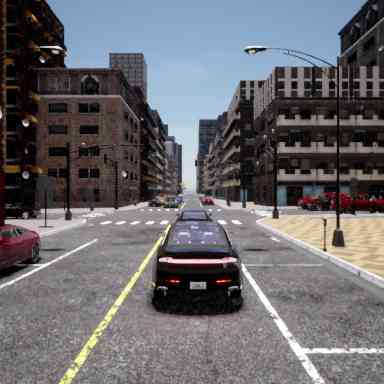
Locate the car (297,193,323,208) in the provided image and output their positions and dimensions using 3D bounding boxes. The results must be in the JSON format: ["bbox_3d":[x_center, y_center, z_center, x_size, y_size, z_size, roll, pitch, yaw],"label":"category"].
[{"bbox_3d":[14.598,1.015,37.595,5.009,1.841,2.192,-1,1,0],"label":"car"}]

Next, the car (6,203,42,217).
[{"bbox_3d":[-16.850,1.796,31.576,4.892,1.490,1.837,-1,0,0],"label":"car"}]

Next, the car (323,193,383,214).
[{"bbox_3d":[14.724,1.029,29.217,5.009,1.841,2.192,-1,1,0],"label":"car"}]

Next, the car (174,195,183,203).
[{"bbox_3d":[-2.926,1.507,72.274,1.882,1.535,5.008,0,0,0],"label":"car"}]

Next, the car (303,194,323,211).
[{"bbox_3d":[14.603,1.230,35.024,4.674,1.442,1.812,-1,0,0],"label":"car"}]

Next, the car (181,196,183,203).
[{"bbox_3d":[-3.014,1.621,59.559,1.895,1.301,4.718,0,0,0],"label":"car"}]

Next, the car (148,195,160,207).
[{"bbox_3d":[-5.637,1.581,51.301,1.947,1.339,4.313,0,0,0],"label":"car"}]

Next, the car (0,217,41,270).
[{"bbox_3d":[-5.732,1.582,9.277,1.802,1.307,4.206,0,0,0],"label":"car"}]

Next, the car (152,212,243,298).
[{"bbox_3d":[0.111,1.491,8.484,2.128,1.511,4.902,0,0,0],"label":"car"}]

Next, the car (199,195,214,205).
[{"bbox_3d":[2.748,1.458,56.976,1.967,1.590,4.097,0,0,0],"label":"car"}]

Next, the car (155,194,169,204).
[{"bbox_3d":[-5.626,1.337,62.666,2.192,1.841,5.009,0,0,0],"label":"car"}]

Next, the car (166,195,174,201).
[{"bbox_3d":[-5.601,1.481,85.396,1.967,1.590,4.097,0,0,0],"label":"car"}]

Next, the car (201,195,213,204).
[{"bbox_3d":[2.755,1.462,62.659,1.967,1.590,4.097,0,0,0],"label":"car"}]

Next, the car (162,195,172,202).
[{"bbox_3d":[-5.613,1.471,74.031,1.967,1.590,4.097,0,0,0],"label":"car"}]

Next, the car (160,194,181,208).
[{"bbox_3d":[-3.015,1.365,48.248,2.097,1.767,4.553,0,0,0],"label":"car"}]

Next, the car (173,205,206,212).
[{"bbox_3d":[0.116,1.565,17.099,1.994,1.385,4.181,0,0,0],"label":"car"}]
